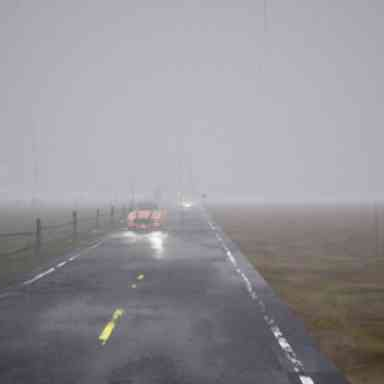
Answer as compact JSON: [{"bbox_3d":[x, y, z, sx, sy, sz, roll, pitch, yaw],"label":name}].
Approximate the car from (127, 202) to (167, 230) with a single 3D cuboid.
[{"bbox_3d":[-2.852,1.438,21.765,2.097,1.767,4.553,0,0,0],"label":"car"}]
